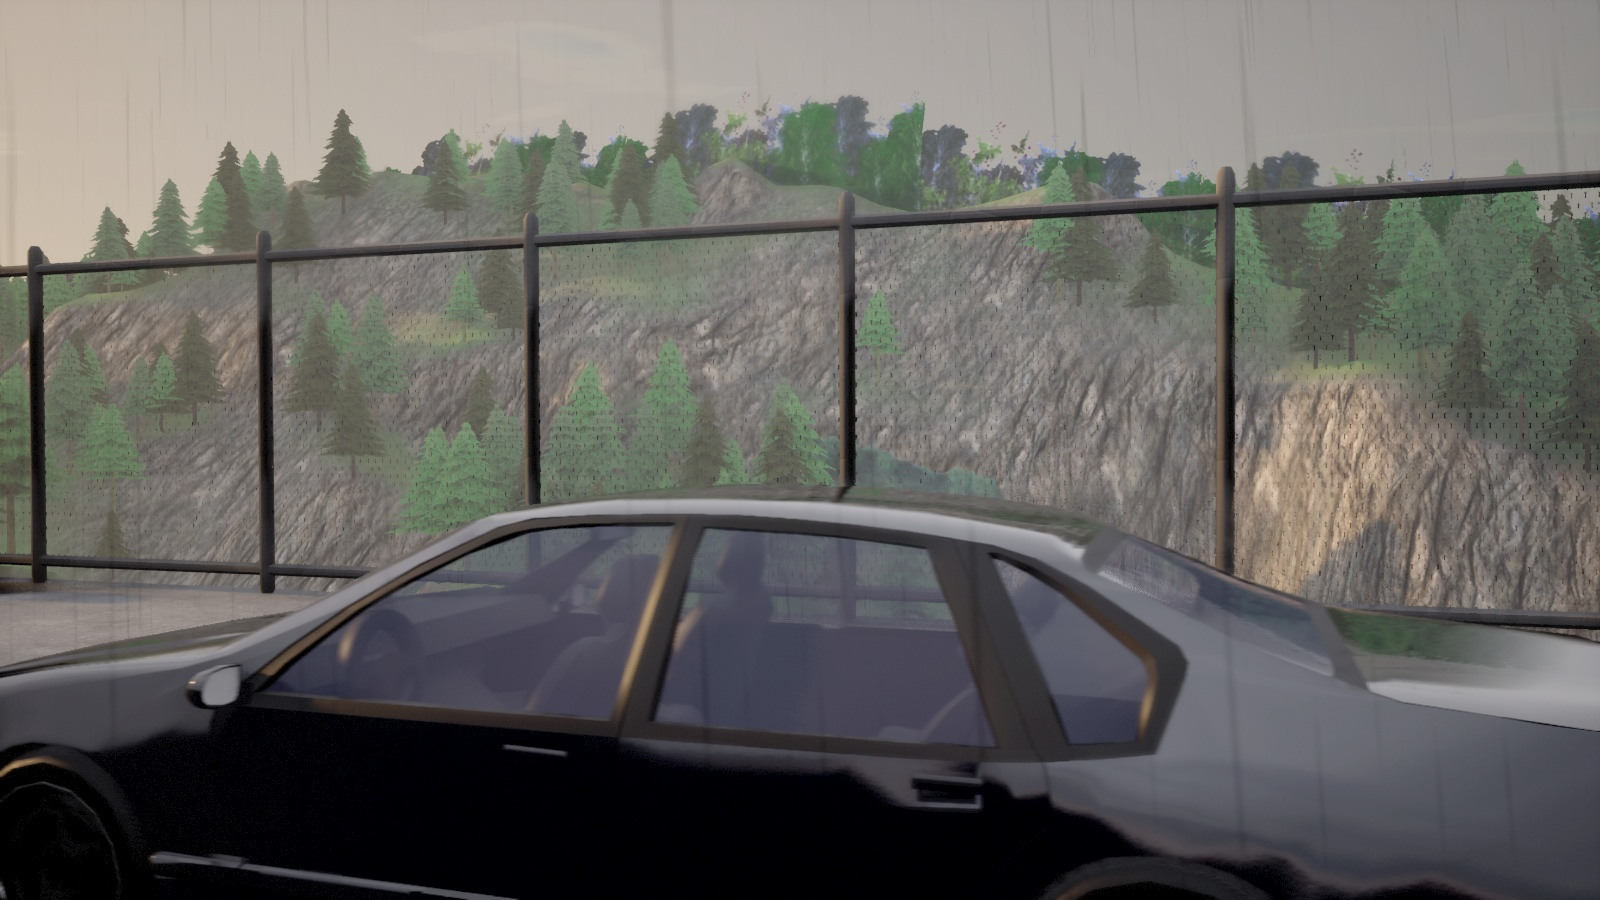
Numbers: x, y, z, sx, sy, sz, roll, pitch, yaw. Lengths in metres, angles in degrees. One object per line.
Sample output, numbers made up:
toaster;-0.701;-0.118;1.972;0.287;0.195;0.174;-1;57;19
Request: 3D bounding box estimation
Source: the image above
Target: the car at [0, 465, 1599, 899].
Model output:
car;-0.403;0.811;3.857;5.357;1.411;2.033;1;1;19
